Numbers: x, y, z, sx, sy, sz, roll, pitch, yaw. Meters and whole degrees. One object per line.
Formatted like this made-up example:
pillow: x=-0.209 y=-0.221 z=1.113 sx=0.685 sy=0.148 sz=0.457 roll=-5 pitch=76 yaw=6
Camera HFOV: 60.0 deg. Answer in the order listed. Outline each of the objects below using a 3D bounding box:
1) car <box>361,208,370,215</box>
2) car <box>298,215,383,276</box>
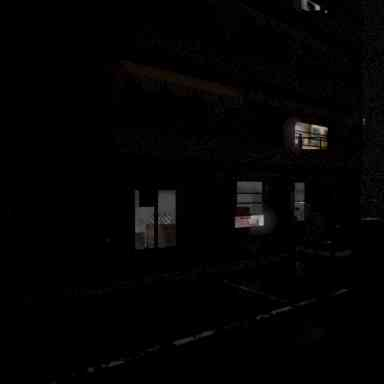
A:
car: x=15.680 y=1.887 z=33.710 sx=1.994 sy=1.385 sz=4.181 roll=0 pitch=-1 yaw=-36
car: x=5.071 y=1.582 z=10.257 sx=4.206 sy=1.307 sz=1.802 roll=0 pitch=0 yaw=-36
